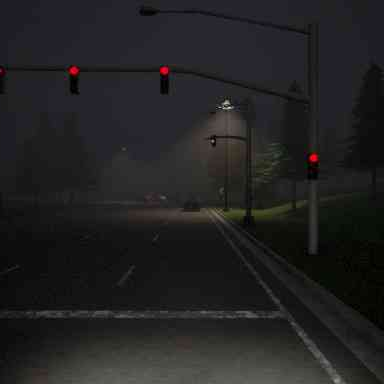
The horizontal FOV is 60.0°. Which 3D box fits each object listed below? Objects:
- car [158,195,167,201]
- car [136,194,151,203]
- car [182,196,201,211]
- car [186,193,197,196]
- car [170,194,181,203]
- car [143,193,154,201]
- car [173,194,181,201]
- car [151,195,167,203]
[{"bbox_3d":[-7.106,1.356,80.778,1.812,1.442,4.674,0,0,0],"label":"car"},{"bbox_3d":[-10.592,1.531,70.353,2.033,1.411,5.357,0,0,0],"label":"car"},{"bbox_3d":[-0.052,1.526,39.754,1.812,1.442,4.674,0,0,0],"label":"car"},{"bbox_3d":[-0.092,1.217,70.397,2.150,2.045,5.566,0,0,0],"label":"car"},{"bbox_3d":[-3.593,1.545,70.779,1.994,1.385,4.181,0,0,0],"label":"car"},{"bbox_3d":[-10.606,1.187,80.743,2.097,1.767,4.553,0,0,0],"label":"car"},{"bbox_3d":[-3.606,1.310,80.782,1.882,1.535,5.008,0,0,0],"label":"car"},{"bbox_3d":[-7.093,1.587,70.804,1.895,1.301,4.718,0,0,0],"label":"car"}]
